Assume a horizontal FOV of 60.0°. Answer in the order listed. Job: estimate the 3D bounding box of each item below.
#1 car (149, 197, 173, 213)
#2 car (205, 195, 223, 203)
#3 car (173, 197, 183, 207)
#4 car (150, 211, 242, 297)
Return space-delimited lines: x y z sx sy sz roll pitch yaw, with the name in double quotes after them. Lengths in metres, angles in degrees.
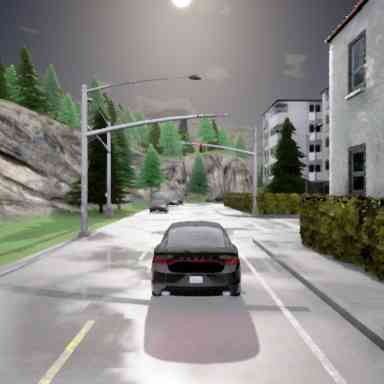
-3.503 1.529 36.381 2.033 1.411 5.357 0 0 0 "car"
4.609 1.470 67.645 1.837 1.490 4.892 0 0 41 "car"
-2.718 1.521 52.211 2.033 1.411 5.357 0 0 11 "car"
0.097 1.473 8.646 1.882 1.535 5.008 0 0 0 "car"
